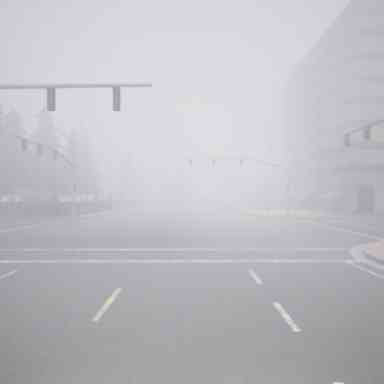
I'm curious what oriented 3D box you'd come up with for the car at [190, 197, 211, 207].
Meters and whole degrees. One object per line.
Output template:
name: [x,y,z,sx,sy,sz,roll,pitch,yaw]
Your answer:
car: [1.681,1.939,65.277,2.150,2.045,5.566,-1,-1,29]
